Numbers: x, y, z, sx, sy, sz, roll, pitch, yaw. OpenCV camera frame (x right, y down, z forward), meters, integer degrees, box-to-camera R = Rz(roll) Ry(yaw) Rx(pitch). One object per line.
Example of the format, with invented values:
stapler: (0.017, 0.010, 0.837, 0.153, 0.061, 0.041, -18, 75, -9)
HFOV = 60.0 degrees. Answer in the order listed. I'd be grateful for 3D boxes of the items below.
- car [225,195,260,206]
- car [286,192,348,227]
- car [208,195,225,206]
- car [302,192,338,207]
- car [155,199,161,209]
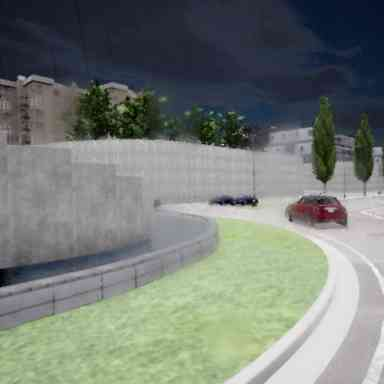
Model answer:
car: (6.599, 1.030, 41.532, 4.181, 1.385, 1.994, -2, 1, -44)
car: (7.235, 1.002, 19.763, 2.097, 1.767, 4.553, -1, 0, -4)
car: (4.087, 1.067, 43.969, 4.181, 1.385, 1.994, -2, 1, -44)
car: (14.683, 0.798, 37.997, 2.128, 1.511, 4.902, -1, 1, 44)
car: (-5.906, 1.289, 37.700, 4.902, 1.511, 2.128, -1, 0, 17)
